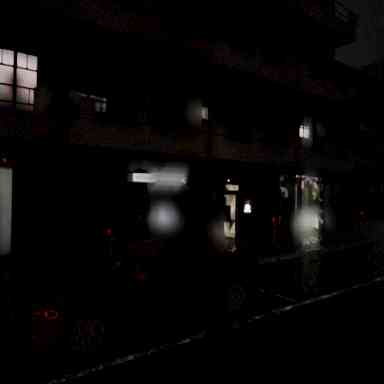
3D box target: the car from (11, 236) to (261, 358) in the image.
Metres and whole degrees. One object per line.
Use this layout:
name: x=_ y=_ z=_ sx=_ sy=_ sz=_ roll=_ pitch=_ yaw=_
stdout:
car: x=-0.725 y=1.546 z=6.030 sx=4.507 sy=1.381 sz=1.887 roll=0 pitch=1 yaw=-36
